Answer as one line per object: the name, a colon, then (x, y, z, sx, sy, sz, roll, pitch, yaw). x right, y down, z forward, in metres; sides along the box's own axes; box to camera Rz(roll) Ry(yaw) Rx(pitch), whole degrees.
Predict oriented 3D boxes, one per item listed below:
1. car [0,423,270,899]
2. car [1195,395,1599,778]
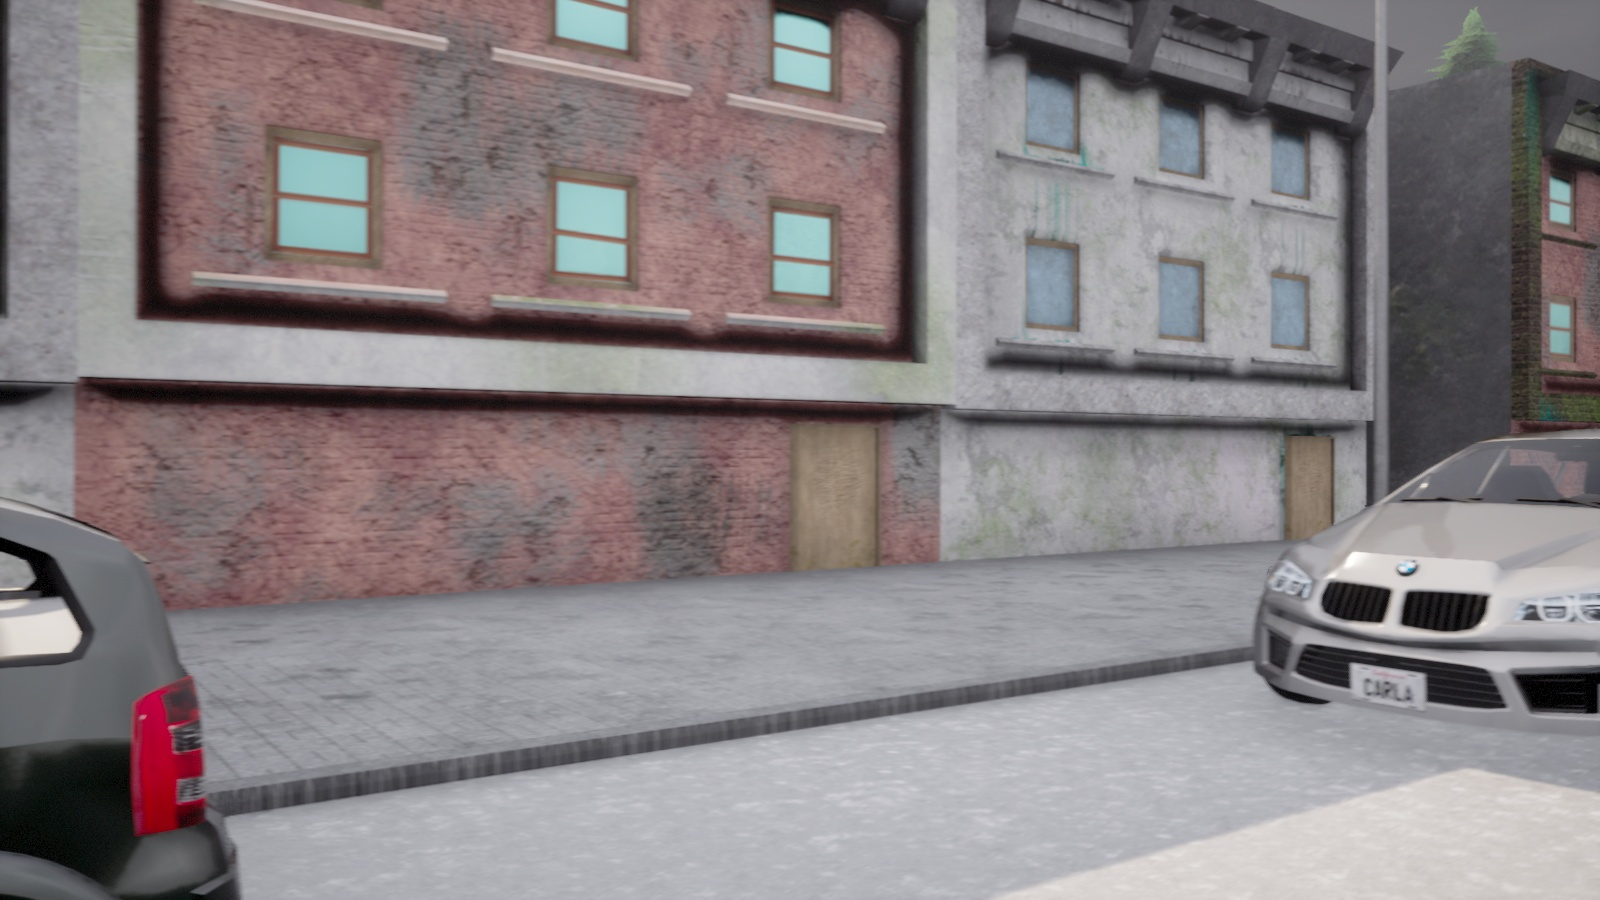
car: (-3.067, 0.733, 2.132, 3.705, 1.549, 1.789, 0, 0, -35)
car: (4.795, 0.598, 7.608, 4.611, 1.667, 2.242, 0, 0, -35)
